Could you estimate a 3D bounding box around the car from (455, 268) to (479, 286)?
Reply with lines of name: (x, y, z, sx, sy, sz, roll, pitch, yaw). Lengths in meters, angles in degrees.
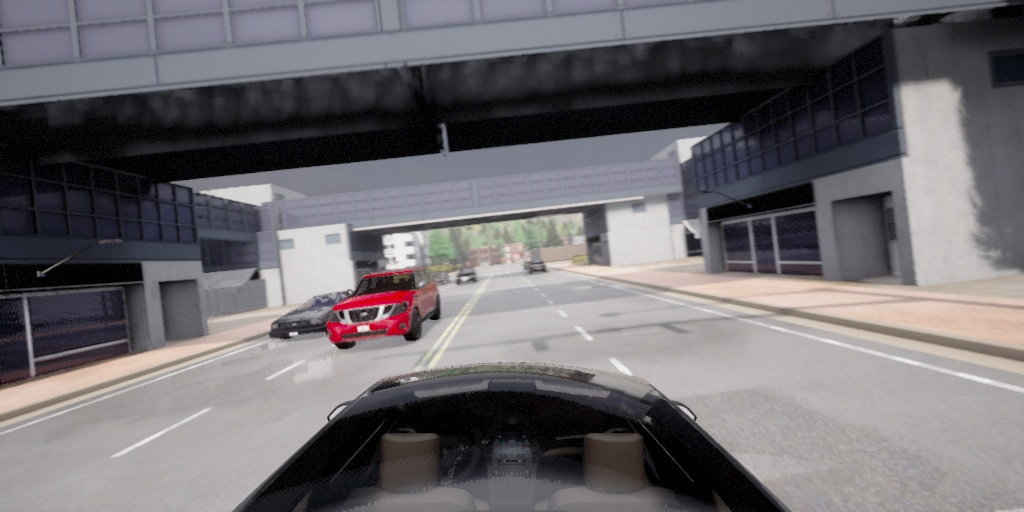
car: (-4.261, 1.906, 34.469, 2.128, 1.511, 4.902, -7, 0, -1)

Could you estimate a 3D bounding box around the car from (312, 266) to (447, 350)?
car: (-3.770, 1.449, 11.650, 2.150, 2.045, 5.566, -7, 0, -1)

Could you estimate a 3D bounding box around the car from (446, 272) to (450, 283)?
car: (-7.799, 2.334, 38.020, 2.128, 1.511, 4.902, -7, 0, -1)

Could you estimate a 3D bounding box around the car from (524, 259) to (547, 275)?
car: (2.711, 1.130, 39.293, 2.128, 1.511, 4.902, -7, 0, -1)

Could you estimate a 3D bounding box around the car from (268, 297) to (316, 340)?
car: (-7.294, 2.202, 14.461, 2.033, 1.411, 5.357, -7, 0, -1)
